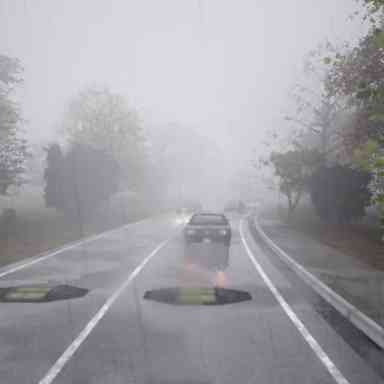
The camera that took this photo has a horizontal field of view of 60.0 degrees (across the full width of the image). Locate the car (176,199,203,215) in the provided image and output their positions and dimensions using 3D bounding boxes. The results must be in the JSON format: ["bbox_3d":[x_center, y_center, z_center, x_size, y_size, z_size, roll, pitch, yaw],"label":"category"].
[{"bbox_3d":[-0.201,1.424,32.222,2.128,1.511,4.902,1,0,13],"label":"car"}]

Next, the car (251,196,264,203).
[{"bbox_3d":[13.878,1.547,70.217,2.128,1.511,4.902,2,1,25],"label":"car"}]

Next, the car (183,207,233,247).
[{"bbox_3d":[0.785,1.591,15.060,1.895,1.301,4.718,0,0,5],"label":"car"}]

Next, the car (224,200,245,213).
[{"bbox_3d":[4.842,1.561,37.433,2.033,1.411,5.357,1,0,15],"label":"car"}]
